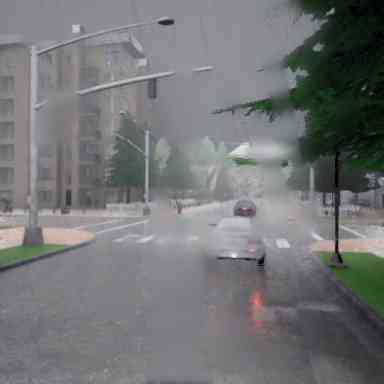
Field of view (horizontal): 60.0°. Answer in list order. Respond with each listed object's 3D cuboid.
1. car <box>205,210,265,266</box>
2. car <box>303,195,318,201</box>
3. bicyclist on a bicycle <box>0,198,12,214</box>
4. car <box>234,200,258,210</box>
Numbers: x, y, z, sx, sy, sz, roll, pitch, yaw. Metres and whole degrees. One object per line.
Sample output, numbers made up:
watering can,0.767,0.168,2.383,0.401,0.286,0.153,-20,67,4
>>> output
car,1.553,1.576,11.776,1.812,1.442,4.674,0,0,9
car,31.318,1.845,87.981,1.845,1.501,3.633,0,0,12
bicyclist on a bicycle,-18.629,1.378,33.245,0.582,1.620,1.656,0,0,14
car,5.151,1.524,31.815,2.097,1.767,4.553,0,0,12
